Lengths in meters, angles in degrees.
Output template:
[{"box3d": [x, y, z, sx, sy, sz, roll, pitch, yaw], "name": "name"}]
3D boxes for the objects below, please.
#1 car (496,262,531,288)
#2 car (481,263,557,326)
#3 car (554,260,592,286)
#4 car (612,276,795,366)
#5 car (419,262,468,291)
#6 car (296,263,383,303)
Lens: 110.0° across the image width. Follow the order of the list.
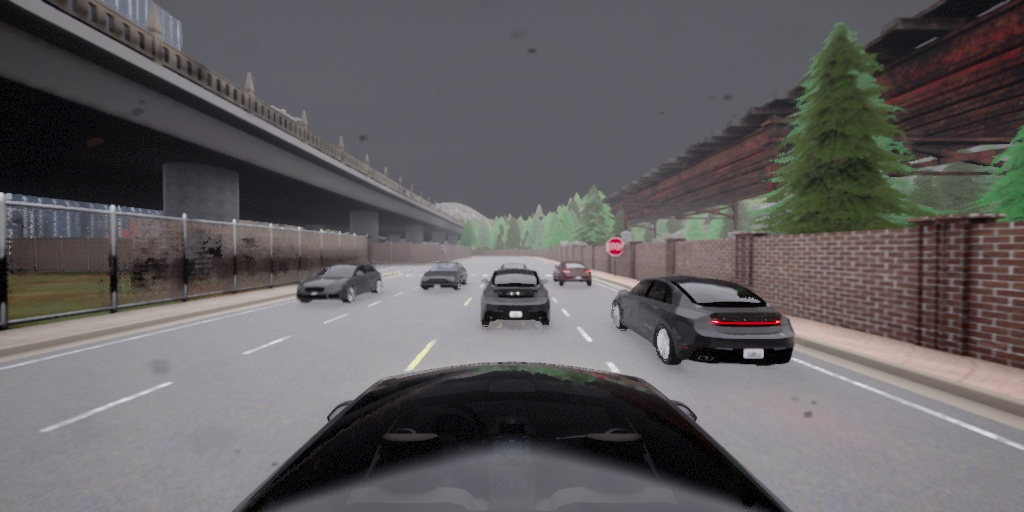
[{"box3d": [0.099, 1.061, 21.659, 1.895, 1.301, 4.718, 0, 1, 0], "name": "car"}, {"box3d": [0.092, 1.118, 11.031, 1.837, 1.490, 4.892, 0, 1, 0], "name": "car"}, {"box3d": [3.621, 0.983, 21.855, 1.812, 1.442, 4.674, 0, 1, 0], "name": "car"}, {"box3d": [3.595, 1.167, 7.740, 1.837, 1.490, 4.892, 0, 1, 0], "name": "car"}, {"box3d": [-3.553, 1.035, 19.755, 2.033, 1.411, 5.357, 0, 1, 0], "name": "car"}, {"box3d": [-7.079, 1.058, 15.257, 1.837, 1.490, 4.892, 0, 1, 0], "name": "car"}]
